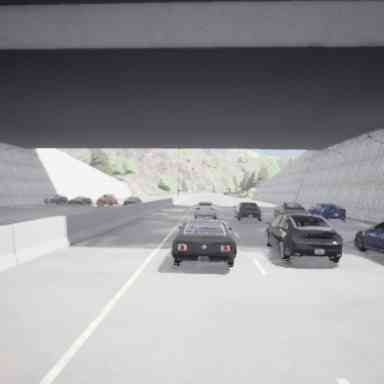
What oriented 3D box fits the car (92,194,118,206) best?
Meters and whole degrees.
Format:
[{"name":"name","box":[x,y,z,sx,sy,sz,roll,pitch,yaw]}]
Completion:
[{"name":"car","box":[-12.228,1.050,48.009,2.097,1.767,4.553,1,0,3]}]

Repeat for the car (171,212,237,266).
[{"name":"car","box":[0.437,1.594,11.540,1.895,1.301,4.718,1,0,3]}]

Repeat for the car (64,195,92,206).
[{"name":"car","box":[-15.769,1.177,47.319,2.033,1.411,5.357,1,0,3]}]

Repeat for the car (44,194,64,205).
[{"name":"car","box":[-19.259,1.052,47.433,2.128,1.511,4.902,1,0,3]}]

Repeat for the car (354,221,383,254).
[{"name":"car","box":[7.451,1.657,11.639,1.812,1.442,4.674,1,-1,3]}]

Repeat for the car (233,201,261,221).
[{"name":"car","box":[4.606,1.560,27.892,1.837,1.490,4.892,1,1,3]}]

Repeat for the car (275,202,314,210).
[{"name":"car","box":[8.100,1.614,27.703,2.128,1.511,4.902,1,0,3]}]

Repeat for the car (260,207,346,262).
[{"name":"car","box":[3.987,1.566,12.499,1.837,1.490,4.892,1,0,3]}]

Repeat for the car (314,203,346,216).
[{"name":"car","box":[11.666,1.667,29.092,1.882,1.535,5.008,1,0,3]}]

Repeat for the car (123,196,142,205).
[{"name":"car","box":[-8.680,1.313,49.111,2.033,1.411,5.357,1,0,3]}]

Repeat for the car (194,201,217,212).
[{"name":"car","box":[1.150,1.510,28.949,1.812,1.442,4.674,1,0,2]}]
